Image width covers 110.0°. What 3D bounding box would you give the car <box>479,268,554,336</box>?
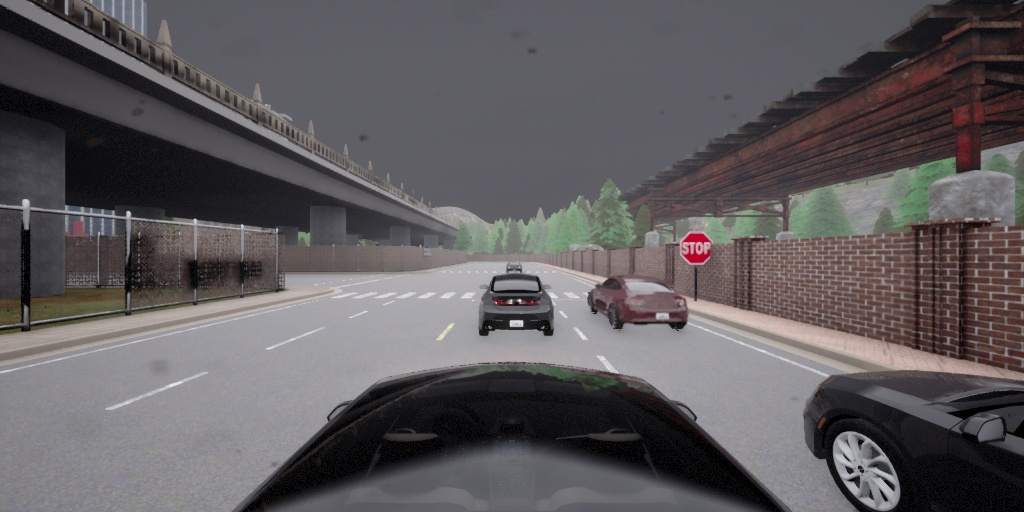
[{"bbox_3d":[0.105,1.255,10.378,1.837,1.490,4.892,0,0,0],"label":"car"}]

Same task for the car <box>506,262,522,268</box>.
[{"bbox_3d":[0.249,1.351,43.883,1.895,1.301,4.718,0,0,0],"label":"car"}]

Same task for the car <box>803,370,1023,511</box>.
[{"bbox_3d":[3.600,1.255,1.286,1.837,1.490,4.892,0,0,0],"label":"car"}]

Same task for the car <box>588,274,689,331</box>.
[{"bbox_3d":[3.626,1.276,10.925,1.812,1.442,4.674,0,0,0],"label":"car"}]
